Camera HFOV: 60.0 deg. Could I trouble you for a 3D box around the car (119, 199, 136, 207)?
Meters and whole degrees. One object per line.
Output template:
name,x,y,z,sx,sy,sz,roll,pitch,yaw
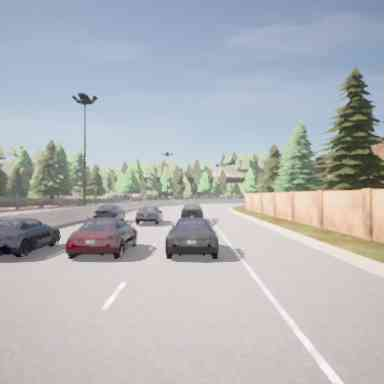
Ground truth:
car,-13.840,2.323,71.610,1.812,1.442,4.674,0,-1,13

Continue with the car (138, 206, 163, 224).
car,-3.488,1.856,27.512,2.033,1.411,5.357,0,-1,0

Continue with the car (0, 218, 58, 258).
car,-6.977,1.716,13.424,1.994,1.385,4.181,0,-1,0

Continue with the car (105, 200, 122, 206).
car,-17.135,2.408,72.847,1.895,1.301,4.718,0,-1,13

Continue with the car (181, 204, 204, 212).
car,0.027,1.804,29.230,1.882,1.535,5.008,0,0,0

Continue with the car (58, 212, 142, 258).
car,-3.479,1.716,13.492,1.994,1.385,4.181,0,-1,1

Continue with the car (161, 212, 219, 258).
car,0.020,1.716,13.457,1.994,1.385,4.181,0,-1,1

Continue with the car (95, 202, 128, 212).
car,-6.978,1.826,28.477,1.837,1.490,4.892,0,0,0
